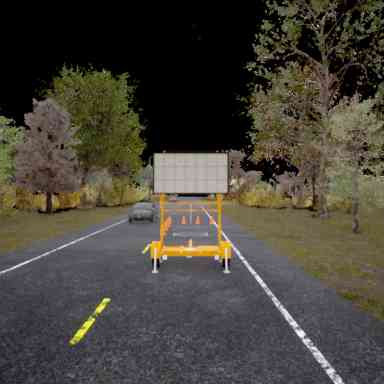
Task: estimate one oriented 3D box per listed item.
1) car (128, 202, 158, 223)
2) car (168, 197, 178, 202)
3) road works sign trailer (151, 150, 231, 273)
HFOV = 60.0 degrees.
[{"bbox_3d":[-3.702,1.525,25.650,1.837,1.490,4.892,0,0,0],"label":"car"},{"bbox_3d":[-3.783,1.678,66.938,1.994,1.385,4.181,0,0,0],"label":"car"},{"bbox_3d":[-0.036,0.469,10.672,2.380,3.560,2.880,0,0,0],"label":"road works sign trailer"}]
